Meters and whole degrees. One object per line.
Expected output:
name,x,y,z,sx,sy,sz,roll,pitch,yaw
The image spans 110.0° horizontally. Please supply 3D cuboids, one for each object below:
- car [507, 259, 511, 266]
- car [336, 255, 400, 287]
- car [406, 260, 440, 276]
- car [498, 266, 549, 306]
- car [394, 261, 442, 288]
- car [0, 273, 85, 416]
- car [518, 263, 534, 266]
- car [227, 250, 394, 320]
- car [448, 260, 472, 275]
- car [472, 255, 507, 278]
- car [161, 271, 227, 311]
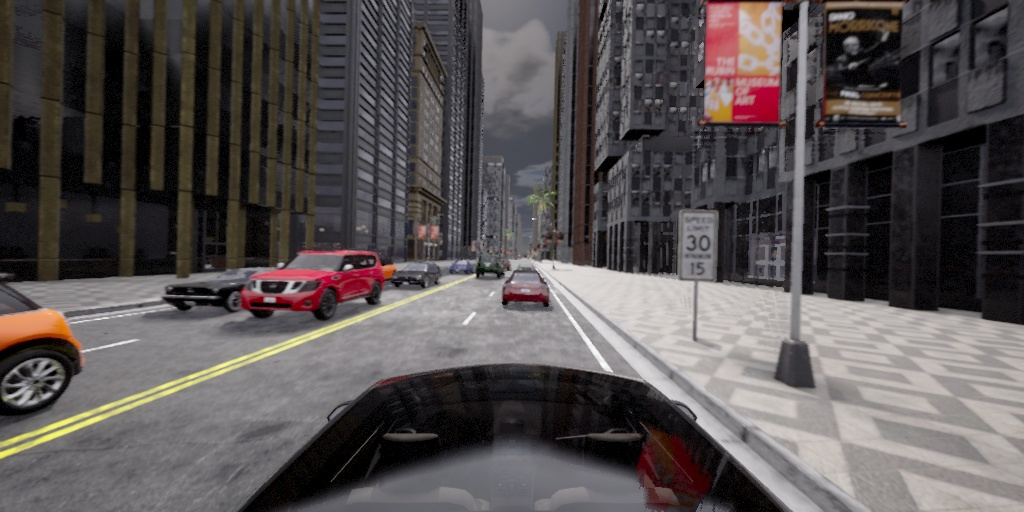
car,-1.283,1.060,49.574,2.097,1.767,4.553,1,0,3
car,-9.041,0.862,23.044,2.097,1.767,4.553,1,0,2
car,-8.515,1.124,34.661,1.895,1.301,4.718,1,0,3
car,0.615,1.325,16.047,1.994,1.385,4.181,1,0,2
car,-5.814,1.142,22.647,2.033,1.411,5.357,1,0,2
car,-6.649,0.929,2.630,2.097,1.767,4.553,1,0,2
car,1.453,1.382,37.024,1.895,1.301,4.718,1,0,3
car,-6.249,0.806,12.197,2.150,2.045,5.566,1,0,2
car,-5.148,1.135,36.842,1.812,1.442,4.674,1,0,3
car,-1.972,0.911,33.291,2.150,2.045,5.566,1,0,3
car,-9.482,1.101,12.865,1.895,1.301,4.718,1,0,2
